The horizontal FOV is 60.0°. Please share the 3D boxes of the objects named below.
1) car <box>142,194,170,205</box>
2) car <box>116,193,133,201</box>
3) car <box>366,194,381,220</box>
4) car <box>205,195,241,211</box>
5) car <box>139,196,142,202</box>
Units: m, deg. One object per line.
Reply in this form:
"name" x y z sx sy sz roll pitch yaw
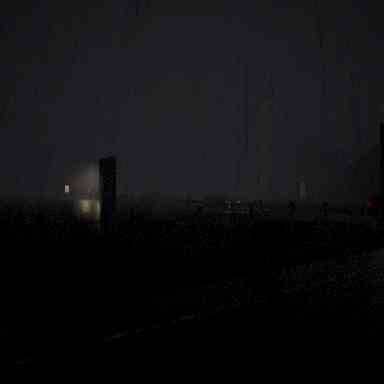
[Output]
"car" -5.139 1.104 49.664 1.837 1.490 4.892 -1 2 -36
"car" -13.416 0.878 66.083 1.882 1.535 5.008 -1 1 -36
"car" 15.264 1.131 23.252 5.566 2.045 2.150 0 1 39
"car" 3.475 1.094 37.621 2.097 1.767 4.553 -1 1 -36
"car" -7.590 1.025 58.025 1.812 1.442 4.674 -1 1 -35
